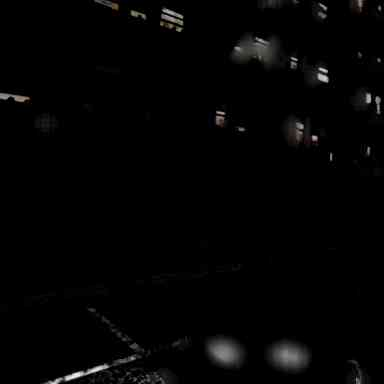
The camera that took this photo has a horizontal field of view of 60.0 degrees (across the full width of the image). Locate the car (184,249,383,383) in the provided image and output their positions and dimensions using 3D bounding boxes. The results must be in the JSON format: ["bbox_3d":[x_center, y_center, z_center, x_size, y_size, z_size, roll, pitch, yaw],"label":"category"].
[{"bbox_3d":[1.956,1.583,4.777,4.181,1.385,1.994,0,0,-36],"label":"car"}]
